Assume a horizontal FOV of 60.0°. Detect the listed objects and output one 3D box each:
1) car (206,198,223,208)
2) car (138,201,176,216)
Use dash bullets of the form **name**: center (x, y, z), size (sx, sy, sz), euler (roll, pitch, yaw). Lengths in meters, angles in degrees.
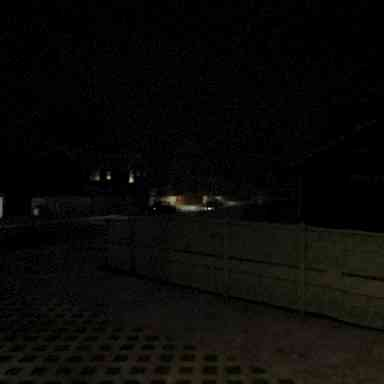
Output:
- **car**: center (3.569, 1.718, 51.684), size (2.033, 1.411, 5.357), euler (2, 0, 16)
- **car**: center (-3.247, 1.578, 31.957), size (1.895, 1.301, 4.718), euler (2, 0, 21)
